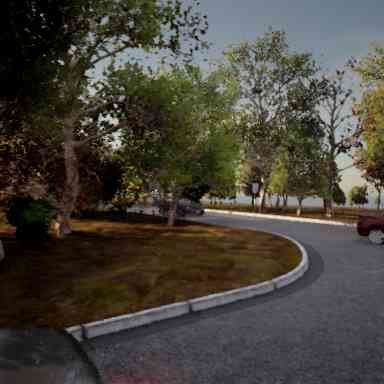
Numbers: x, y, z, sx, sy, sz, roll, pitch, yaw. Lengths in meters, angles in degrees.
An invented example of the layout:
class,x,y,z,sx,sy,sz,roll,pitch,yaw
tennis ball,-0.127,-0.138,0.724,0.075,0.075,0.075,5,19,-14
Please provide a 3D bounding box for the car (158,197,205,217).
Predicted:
class,x,y,z,sx,sy,sz,roll,pitch,yaw
car,-0.936,1.103,25.801,1.812,1.442,4.674,1,0,-36

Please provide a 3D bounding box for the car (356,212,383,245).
class,x,y,z,sx,sy,sz,roll,pitch,yaw
car,8.737,1.363,12.195,1.882,1.535,5.008,1,2,-36

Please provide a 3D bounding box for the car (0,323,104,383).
class,x,y,z,sx,sy,sz,roll,pitch,yaw
car,-2.956,1.546,1.288,5.357,1.411,2.033,0,0,-36
